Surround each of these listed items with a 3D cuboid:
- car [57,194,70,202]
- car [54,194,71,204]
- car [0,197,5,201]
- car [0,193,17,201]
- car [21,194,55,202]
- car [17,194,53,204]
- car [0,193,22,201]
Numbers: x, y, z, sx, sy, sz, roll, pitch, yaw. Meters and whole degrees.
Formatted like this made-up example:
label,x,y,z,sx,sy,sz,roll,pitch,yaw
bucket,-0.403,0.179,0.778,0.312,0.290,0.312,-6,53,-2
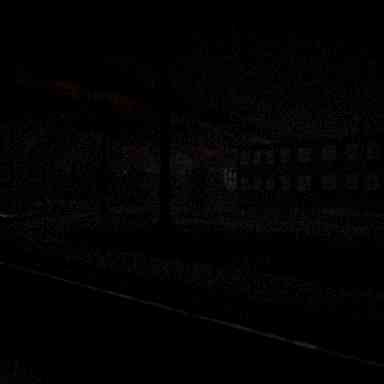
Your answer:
label,x,y,z,sx,sy,sz,roll,pitch,yaw
car,-21.013,1.006,54.389,1.853,1.218,4.536,0,0,-23
car,-20.993,1.163,54.342,2.038,1.542,4.974,0,0,-23
car,-17.087,1.355,25.823,1.812,1.442,4.674,0,0,5
car,-37.824,0.877,68.152,4.536,1.218,1.853,0,0,2
car,-24.572,0.993,53.134,4.536,1.218,1.853,0,0,7
car,-24.522,1.151,53.128,4.974,1.542,2.038,0,0,7
car,-37.876,1.034,68.154,4.974,1.542,2.038,0,0,2
